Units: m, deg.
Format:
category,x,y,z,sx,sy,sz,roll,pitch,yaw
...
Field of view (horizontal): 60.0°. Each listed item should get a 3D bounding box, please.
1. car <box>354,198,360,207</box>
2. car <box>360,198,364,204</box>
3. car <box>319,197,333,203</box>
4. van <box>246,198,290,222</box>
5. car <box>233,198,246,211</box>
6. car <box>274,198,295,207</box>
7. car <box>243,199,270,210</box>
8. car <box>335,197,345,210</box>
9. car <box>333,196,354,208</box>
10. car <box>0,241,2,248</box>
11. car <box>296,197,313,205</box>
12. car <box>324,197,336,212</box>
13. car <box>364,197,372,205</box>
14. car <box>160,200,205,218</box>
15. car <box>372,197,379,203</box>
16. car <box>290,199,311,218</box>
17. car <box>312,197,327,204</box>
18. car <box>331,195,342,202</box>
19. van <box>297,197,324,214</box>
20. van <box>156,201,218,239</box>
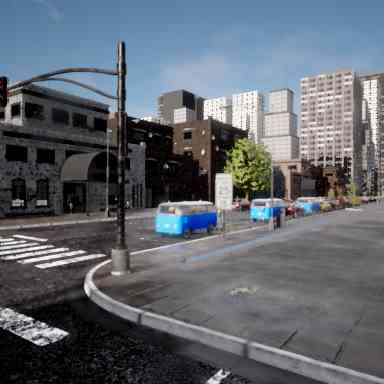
category,x,y,z,sx,sy,sz,roll,pitch,yaw
car,25.152,1.517,53.870,2.192,1.841,5.009,0,0,35
car,28.413,1.748,58.534,1.752,1.417,4.829,0,0,35
car,30.950,1.792,76.786,1.947,1.339,4.313,0,0,35
van,6.165,1.436,26.718,1.690,1.788,3.998,0,0,35
car,5.637,1.507,40.587,1.967,1.590,4.097,0,0,35
car,15.129,1.666,54.161,1.887,1.381,4.507,0,0,35
car,8.800,1.629,45.111,1.887,1.381,4.507,0,0,35
car,18.822,1.729,44.818,1.947,1.339,4.313,0,0,35
car,21.988,1.497,49.345,2.192,1.841,5.009,0,0,35
car,-9.296,1.562,10.841,5.357,1.411,2.033,0,0,-31
car,21.458,1.706,63.211,1.887,1.381,4.507,0,0,35
car,15.755,1.671,40.433,1.752,1.417,4.829,0,0,35
car,34.644,1.810,67.444,1.887,1.381,4.507,0,0,35
car,-0.790,1.558,31.396,1.752,1.417,4.829,0,0,35
car,44.137,1.900,81.020,1.947,1.339,4.313,0,0,35
car,9.328,1.655,31.243,1.887,1.381,4.507,0,0,35
car,27.688,1.729,72.122,1.752,1.417,4.829,0,0,35
car,37.279,1.713,85.836,1.967,1.590,4.097,0,0,35
van,12.494,1.469,35.768,1.690,1.788,3.998,0,0,35
van,-0.163,1.407,17.668,1.690,1.788,3.998,0,0,35
